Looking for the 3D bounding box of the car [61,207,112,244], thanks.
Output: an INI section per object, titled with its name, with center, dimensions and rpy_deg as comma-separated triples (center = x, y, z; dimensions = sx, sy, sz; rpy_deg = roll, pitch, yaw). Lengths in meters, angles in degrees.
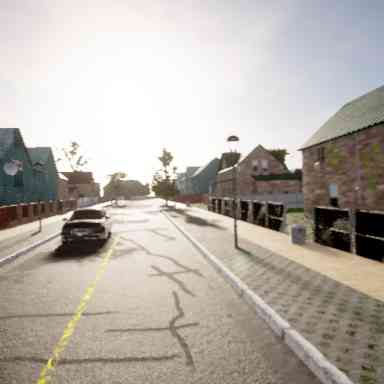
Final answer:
[car]
center = -5.052, 1.544, 16.335
dimensions = 1.837, 1.490, 4.892
rpy_deg = -2, 0, -9
